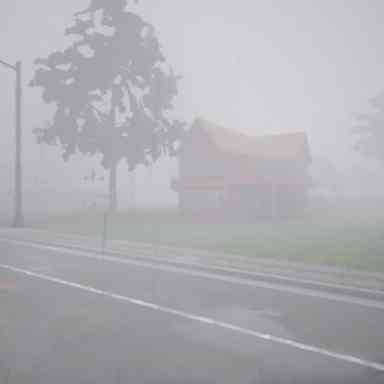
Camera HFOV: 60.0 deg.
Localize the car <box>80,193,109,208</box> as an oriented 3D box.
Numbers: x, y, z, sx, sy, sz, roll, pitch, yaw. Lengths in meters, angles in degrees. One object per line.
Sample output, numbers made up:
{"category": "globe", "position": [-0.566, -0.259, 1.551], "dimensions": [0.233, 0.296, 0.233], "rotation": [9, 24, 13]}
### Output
{"category": "car", "position": [-14.092, 1.250, 50.152], "dimensions": [2.150, 2.045, 5.566], "rotation": [0, 0, 34]}
